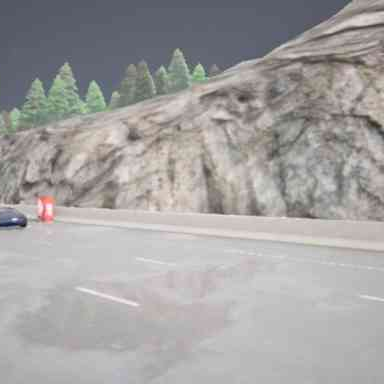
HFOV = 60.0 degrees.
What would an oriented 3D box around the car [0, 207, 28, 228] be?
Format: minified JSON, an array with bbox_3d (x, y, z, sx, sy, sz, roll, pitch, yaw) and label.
[{"bbox_3d":[-12.888,1.715,22.376,4.181,1.385,1.994,0,-1,37],"label":"car"}]
